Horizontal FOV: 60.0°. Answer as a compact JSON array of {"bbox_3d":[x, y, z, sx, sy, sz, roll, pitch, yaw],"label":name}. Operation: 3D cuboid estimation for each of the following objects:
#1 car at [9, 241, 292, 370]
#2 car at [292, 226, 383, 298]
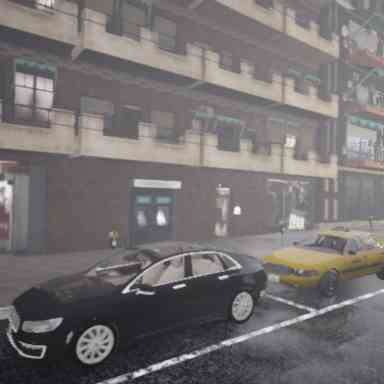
[{"bbox_3d":[-0.603,1.579,5.655,4.403,1.369,2.008,1,0,-35],"label":"car"},{"bbox_3d":[3.787,1.612,8.786,4.829,1.417,1.752,1,0,-35],"label":"car"}]
